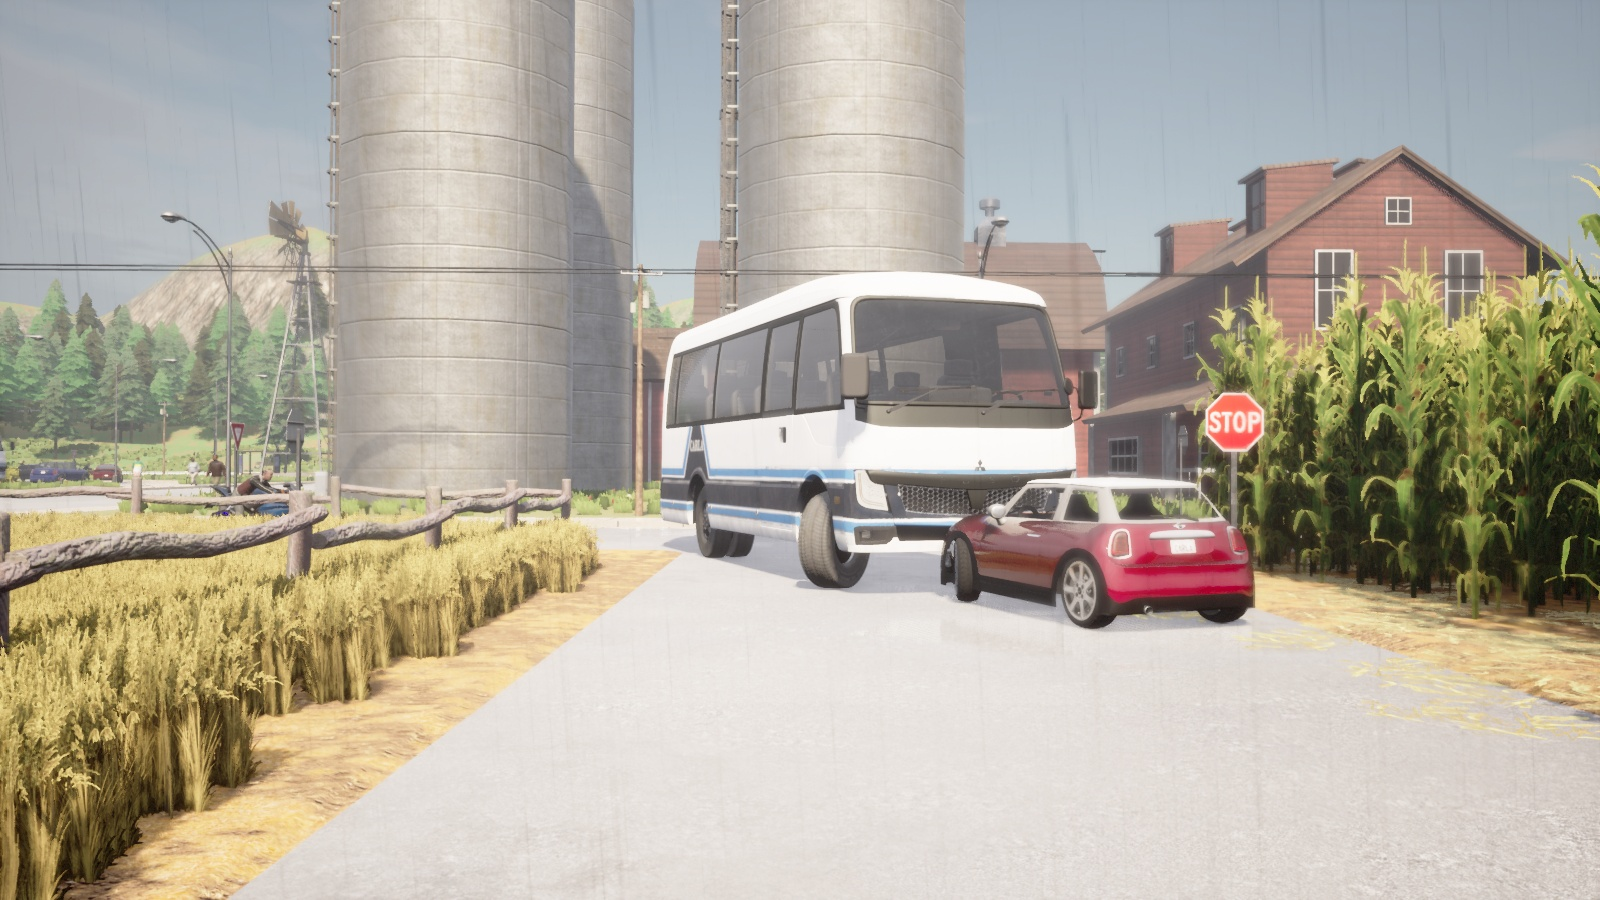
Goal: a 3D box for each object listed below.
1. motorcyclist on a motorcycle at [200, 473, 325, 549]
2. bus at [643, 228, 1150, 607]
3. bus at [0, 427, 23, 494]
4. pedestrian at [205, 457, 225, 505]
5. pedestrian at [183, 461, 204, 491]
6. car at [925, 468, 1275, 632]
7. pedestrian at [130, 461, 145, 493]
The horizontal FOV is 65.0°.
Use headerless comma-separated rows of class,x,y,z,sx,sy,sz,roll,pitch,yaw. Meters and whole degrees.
motorcyclist on a motorcycle,-11.014,1.241,25.760,2.191,1.530,0.866,0,-1,0
bus,0.661,-0.300,19.583,3.944,4.253,10.273,0,-1,-20
bus,-52.507,0.637,76.561,3.944,4.253,10.273,0,0,0
pedestrian,-22.399,1.189,48.096,0.431,1.840,0.703,0,-1,3
pedestrian,-38.445,1.651,79.614,0.874,1.855,0.900,0,-1,-1
car,3.115,0.968,13.869,1.970,1.475,3.806,0,0,-20
pedestrian,-40.681,1.629,77.133,0.659,1.952,0.873,0,-1,-37
